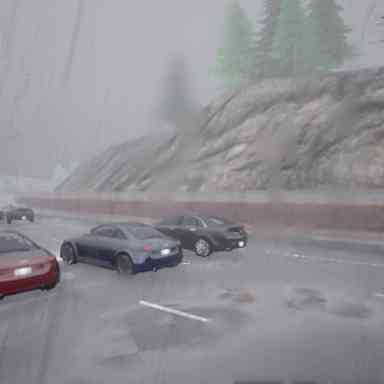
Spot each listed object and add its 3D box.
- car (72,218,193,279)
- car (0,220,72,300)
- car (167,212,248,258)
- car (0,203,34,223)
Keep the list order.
[{"bbox_3d":[-2.285,1.615,10.369,4.181,1.385,1.994,0,0,39],"label":"car"},{"bbox_3d":[-5.025,1.606,8.092,4.181,1.385,1.994,0,0,39],"label":"car"},{"bbox_3d":[-0.162,1.567,13.139,4.892,1.490,1.837,0,0,39],"label":"car"},{"bbox_3d":[-14.018,1.638,26.280,1.837,1.490,4.892,0,0,-43],"label":"car"}]
